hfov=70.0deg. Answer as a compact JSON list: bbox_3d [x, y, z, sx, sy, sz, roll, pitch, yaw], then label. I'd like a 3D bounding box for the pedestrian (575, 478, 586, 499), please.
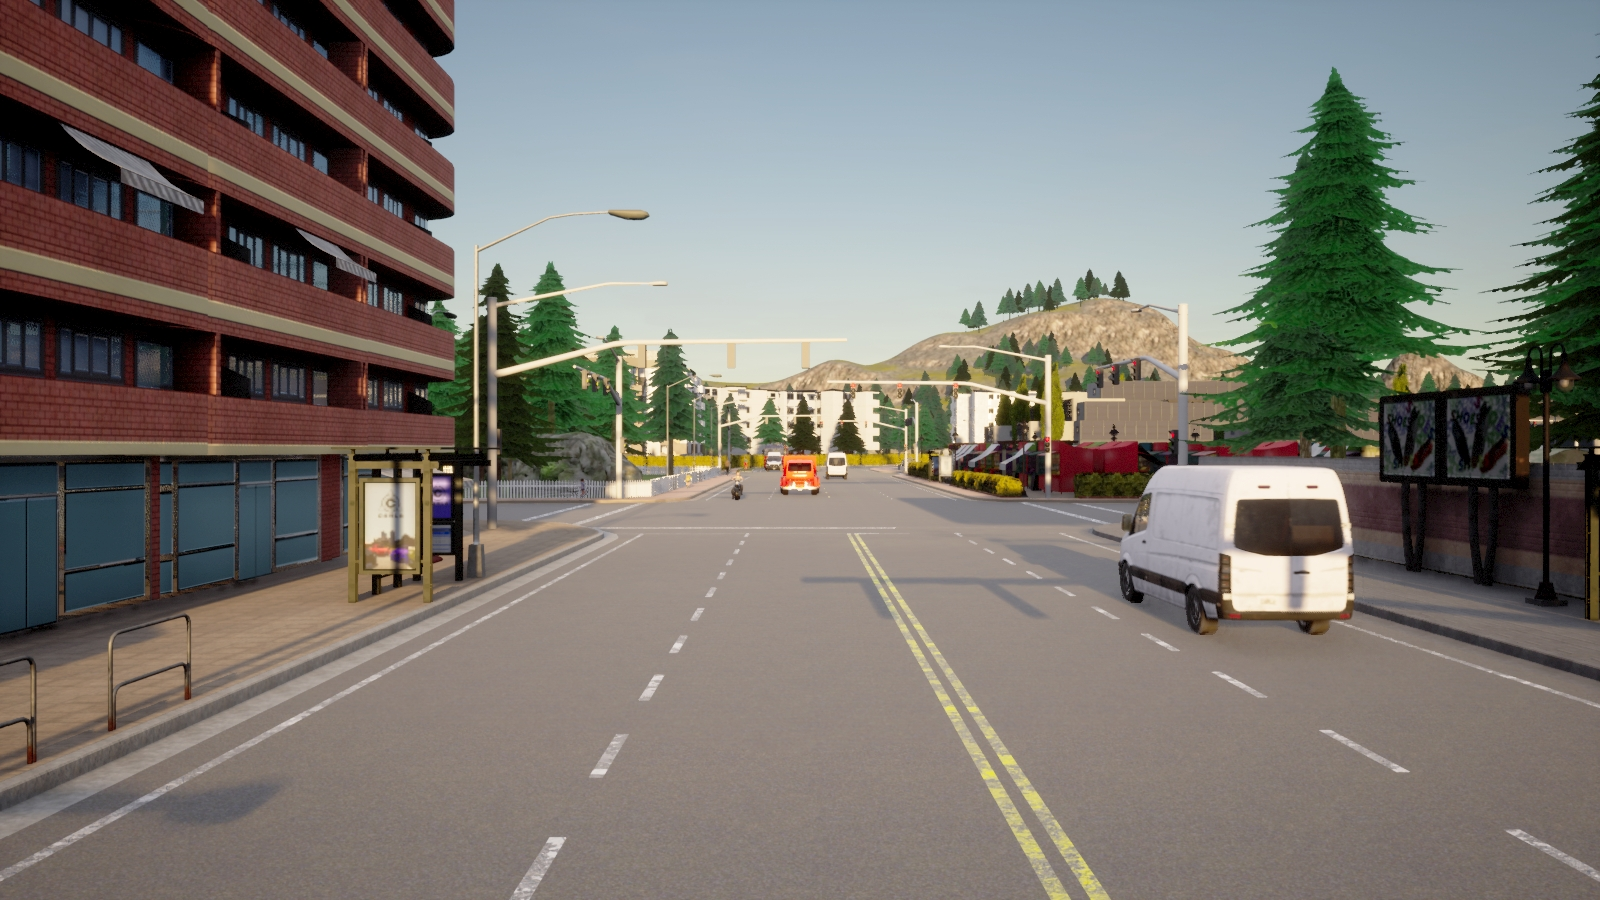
[{"bbox_3d":[-11.601,2.024,60.415,0.500,1.100,0.500,0,0,-15],"label":"pedestrian"}]

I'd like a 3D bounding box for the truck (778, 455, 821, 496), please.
[{"bbox_3d":[-0.006,1.572,72.542,2.627,2.467,5.204,0,0,0],"label":"truck"}]

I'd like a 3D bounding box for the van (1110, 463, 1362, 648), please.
[{"bbox_3d":[7.003,1.535,19.206,1.988,2.561,5.915,0,0,0],"label":"van"}]
